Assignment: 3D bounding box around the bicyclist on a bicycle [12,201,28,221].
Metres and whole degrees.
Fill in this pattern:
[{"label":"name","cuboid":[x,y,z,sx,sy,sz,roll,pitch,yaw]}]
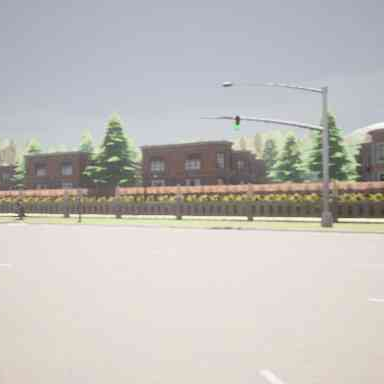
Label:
[{"label":"bicyclist on a bicycle","cuboid":[-14.469,1.580,28.016,0.582,1.620,1.656,-1,0,22]}]
